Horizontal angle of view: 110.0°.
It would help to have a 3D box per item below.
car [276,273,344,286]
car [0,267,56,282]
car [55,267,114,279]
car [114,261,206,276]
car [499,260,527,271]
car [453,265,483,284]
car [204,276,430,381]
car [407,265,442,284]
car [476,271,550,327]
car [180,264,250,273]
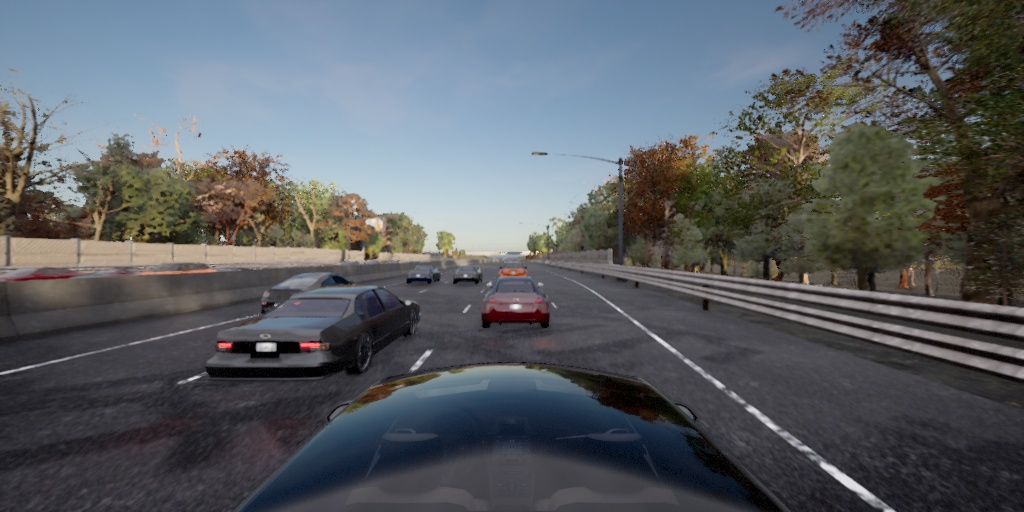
[{"bbox_3d":[-6.895,1.320,12.967,1.812,1.442,4.674,0,0,0],"label":"car"},{"bbox_3d":[-27.778,1.354,20.882,1.812,1.442,4.674,0,0,-2],"label":"car"},{"bbox_3d":[-24.587,1.399,22.294,1.994,1.385,4.181,0,0,0],"label":"car"},{"bbox_3d":[-21.087,1.187,22.372,2.097,1.767,4.553,0,0,0],"label":"car"},{"bbox_3d":[0.111,1.209,27.520,2.097,1.767,4.553,0,0,0],"label":"car"},{"bbox_3d":[-3.388,1.424,28.207,1.994,1.385,4.181,0,0,0],"label":"car"},{"bbox_3d":[-3.399,1.320,7.472,2.033,1.411,5.357,0,0,0],"label":"car"},{"bbox_3d":[-6.888,1.425,28.370,1.994,1.385,4.181,0,0,0],"label":"car"},{"bbox_3d":[0.104,1.353,11.719,1.994,1.385,4.181,0,0,0],"label":"car"},{"bbox_3d":[-17.588,1.398,22.326,1.994,1.385,4.181,0,0,0],"label":"car"}]
